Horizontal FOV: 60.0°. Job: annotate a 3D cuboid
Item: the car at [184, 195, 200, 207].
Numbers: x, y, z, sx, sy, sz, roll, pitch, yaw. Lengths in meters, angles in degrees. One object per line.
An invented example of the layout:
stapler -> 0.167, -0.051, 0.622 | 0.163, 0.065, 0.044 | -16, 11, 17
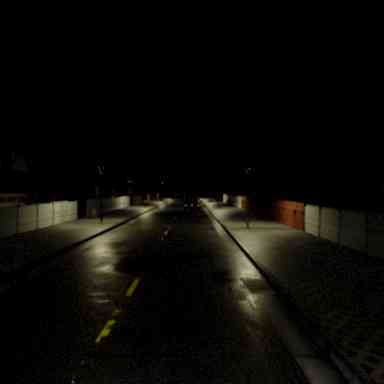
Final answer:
car -> 0.014, 1.278, 47.558 | 2.128, 1.511, 4.902 | 0, 0, 0

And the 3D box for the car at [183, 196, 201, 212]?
car -> 0.004, 1.384, 36.087 | 2.033, 1.411, 5.357 | 0, 0, 0
